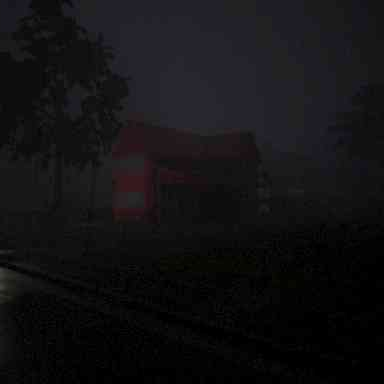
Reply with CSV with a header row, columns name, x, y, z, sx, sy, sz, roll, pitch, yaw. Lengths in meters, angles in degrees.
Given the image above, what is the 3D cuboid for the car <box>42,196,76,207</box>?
name,x,y,z,sx,sy,sz,roll,pitch,yaw
car,-19.493,1.352,48.786,2.097,1.767,4.553,0,0,37

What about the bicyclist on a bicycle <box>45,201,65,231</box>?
name,x,y,z,sx,sy,sz,roll,pitch,yaw
bicyclist on a bicycle,-7.637,1.312,18.617,0.582,1.620,1.656,0,0,17
